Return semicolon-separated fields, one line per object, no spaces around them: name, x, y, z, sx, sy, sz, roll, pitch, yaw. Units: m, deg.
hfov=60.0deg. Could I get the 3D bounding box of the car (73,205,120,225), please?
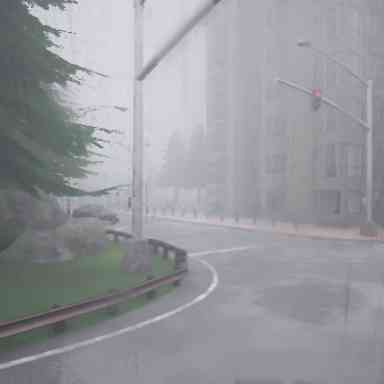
car;-7.152;1.641;24.428;2.033;1.411;5.357;1;0;-36
